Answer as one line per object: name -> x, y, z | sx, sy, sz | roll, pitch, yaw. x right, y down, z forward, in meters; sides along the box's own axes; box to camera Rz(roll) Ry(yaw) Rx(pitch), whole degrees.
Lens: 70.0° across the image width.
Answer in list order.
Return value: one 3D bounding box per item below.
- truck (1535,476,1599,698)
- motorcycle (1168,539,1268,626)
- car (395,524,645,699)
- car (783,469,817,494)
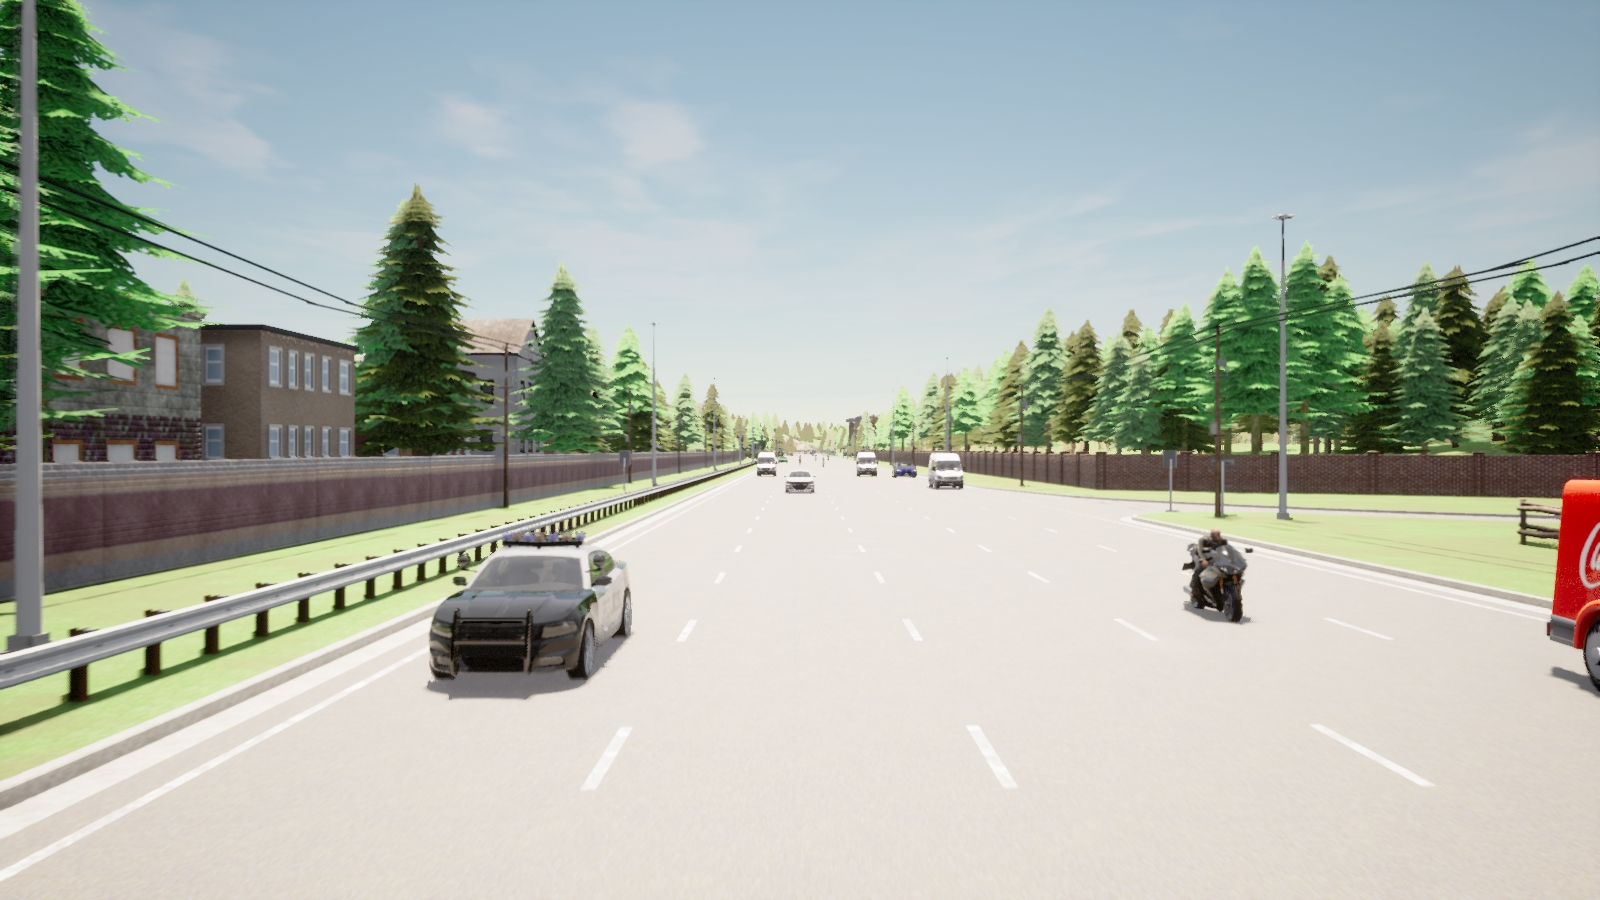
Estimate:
truck -> 10.140, 1.567, 11.597 | 2.627, 2.467, 5.204 | 0, 0, 9
motorcycle -> 7.029, 2.205, 19.364 | 0.867, 1.251, 2.209 | 0, -1, 0
car -> -3.501, 1.982, 15.451 | 2.097, 1.638, 5.238 | 0, 0, 0
car -> -0.003, 2.034, 74.845 | 2.097, 1.535, 5.006 | 0, 0, 0
